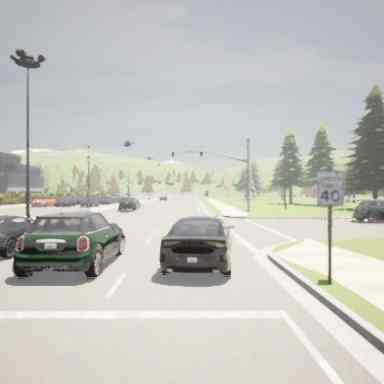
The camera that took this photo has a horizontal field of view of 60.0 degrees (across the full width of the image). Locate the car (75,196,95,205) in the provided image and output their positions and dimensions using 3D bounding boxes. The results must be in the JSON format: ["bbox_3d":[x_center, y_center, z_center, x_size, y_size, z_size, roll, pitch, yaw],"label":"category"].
[{"bbox_3d":[-19.183,1.552,59.893,1.882,1.535,5.008,0,0,1],"label":"car"}]

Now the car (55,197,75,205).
[{"bbox_3d":[-22.685,1.639,59.660,1.994,1.385,4.181,0,0,1],"label":"car"}]

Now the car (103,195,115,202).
[{"bbox_3d":[-15.675,1.427,60.695,2.097,1.767,4.553,0,0,1],"label":"car"}]

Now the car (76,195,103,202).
[{"bbox_3d":[-15.762,1.569,51.521,1.837,1.490,4.892,0,0,1],"label":"car"}]

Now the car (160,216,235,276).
[{"bbox_3d":[0.313,1.490,10.516,1.882,1.535,5.008,0,0,7],"label":"car"}]

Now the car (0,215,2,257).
[{"bbox_3d":[-7.122,1.581,12.736,1.994,1.385,4.181,0,0,-2],"label":"car"}]

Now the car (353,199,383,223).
[{"bbox_3d":[14.633,1.377,24.863,4.553,1.767,2.097,0,0,1],"label":"car"}]

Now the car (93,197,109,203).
[{"bbox_3d":[-19.088,1.681,69.900,1.895,1.301,4.718,0,0,1],"label":"car"}]

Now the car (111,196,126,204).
[{"bbox_3d":[-15.581,1.611,70.699,2.128,1.511,4.902,0,0,1],"label":"car"}]

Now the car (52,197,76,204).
[{"bbox_3d":[-19.265,1.628,51.139,1.994,1.385,4.181,0,0,1],"label":"car"}]

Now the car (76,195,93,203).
[{"bbox_3d":[-22.589,1.442,69.821,2.097,1.767,4.553,0,0,1],"label":"car"}]

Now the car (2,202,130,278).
[{"bbox_3d":[-3.508,1.364,10.366,2.097,1.767,4.553,0,0,0],"label":"car"}]

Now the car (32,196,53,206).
[{"bbox_3d":[-22.764,1.418,51.331,2.097,1.767,4.553,0,0,1],"label":"car"}]

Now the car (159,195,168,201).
[{"bbox_3d":[-7.432,1.629,87.192,2.128,1.511,4.902,0,0,0],"label":"car"}]

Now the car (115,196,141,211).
[{"bbox_3d":[-7.720,1.402,41.442,2.097,1.767,4.553,0,0,0],"label":"car"}]
